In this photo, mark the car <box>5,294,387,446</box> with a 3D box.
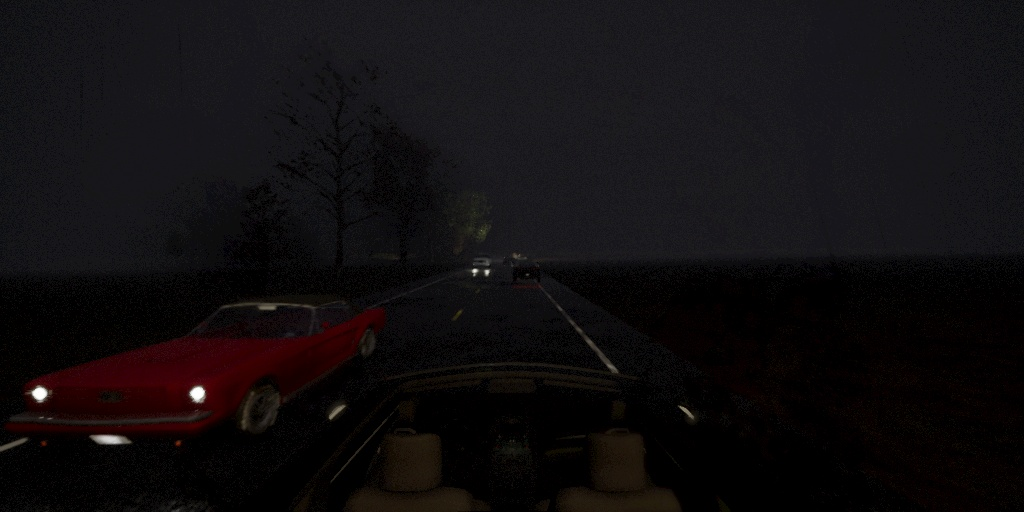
[{"bbox_3d":[-3.600,1.321,5.418,1.895,1.301,4.718,0,1,0],"label":"car"}]

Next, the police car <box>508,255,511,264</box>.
[{"bbox_3d":[0.870,0.889,35.594,1.930,1.638,5.238,0,0,-1],"label":"police car"}]

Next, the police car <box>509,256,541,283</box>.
[{"bbox_3d":[0.967,0.970,25.585,1.930,1.638,5.238,0,0,0],"label":"police car"}]

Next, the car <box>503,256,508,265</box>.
[{"bbox_3d":[-0.583,0.828,61.684,1.994,1.385,4.181,0,0,-1],"label":"car"}]

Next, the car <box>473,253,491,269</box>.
[{"bbox_3d":[-3.893,0.594,47.346,2.150,2.045,5.566,0,1,0],"label":"car"}]
